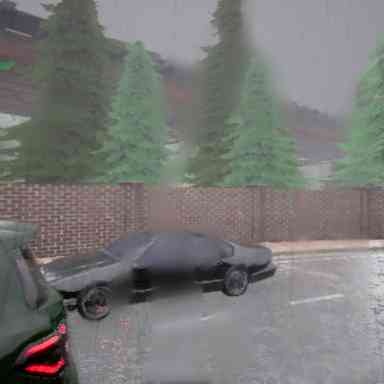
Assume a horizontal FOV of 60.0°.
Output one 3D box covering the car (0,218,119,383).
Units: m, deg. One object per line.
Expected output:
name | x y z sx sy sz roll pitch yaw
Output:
car | -3.371 1.185 1.360 5.566 2.045 2.150 1 -1 -37

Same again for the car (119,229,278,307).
car | -0.613 1.573 7.336 5.357 1.411 2.033 1 0 -29
